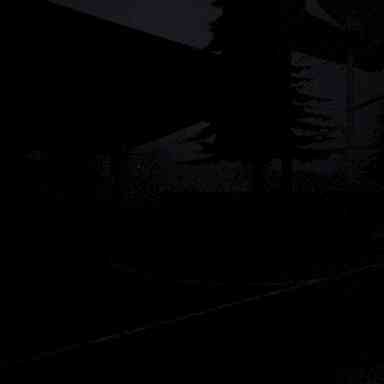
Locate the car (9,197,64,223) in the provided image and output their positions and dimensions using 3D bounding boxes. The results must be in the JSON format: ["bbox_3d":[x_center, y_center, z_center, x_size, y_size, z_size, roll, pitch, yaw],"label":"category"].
[{"bbox_3d":[-11.375,1.288,23.901,3.866,1.878,1.905,0,0,-36],"label":"car"}]

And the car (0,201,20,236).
[{"bbox_3d":[-11.577,1.479,16.773,4.611,1.667,2.242,0,0,-36],"label":"car"}]
